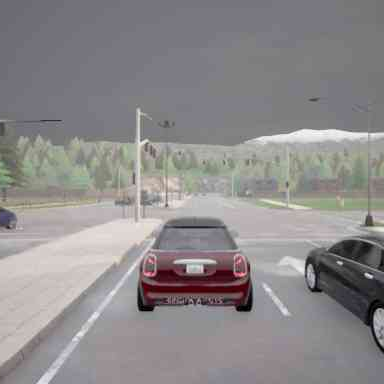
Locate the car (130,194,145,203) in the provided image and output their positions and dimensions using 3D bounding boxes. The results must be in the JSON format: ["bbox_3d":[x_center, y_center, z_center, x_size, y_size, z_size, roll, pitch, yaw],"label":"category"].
[{"bbox_3d":[-10.741,1.300,66.206,2.097,1.767,4.553,0,0,2],"label":"car"}]

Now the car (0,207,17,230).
[{"bbox_3d":[-11.471,1.512,18.300,1.812,1.442,4.674,0,0,1],"label":"car"}]

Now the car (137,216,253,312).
[{"bbox_3d":[0.066,1.346,7.868,2.097,1.767,4.553,0,0,0],"label":"car"}]

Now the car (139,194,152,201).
[{"bbox_3d":[-10.618,1.197,76.316,2.128,1.511,4.902,0,0,1],"label":"car"}]

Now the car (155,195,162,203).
[{"bbox_3d":[-7.240,1.447,68.432,1.837,1.490,4.892,0,0,1],"label":"car"}]

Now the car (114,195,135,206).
[{"bbox_3d":[-11.046,1.311,53.517,2.097,1.767,4.553,0,0,1],"label":"car"}]

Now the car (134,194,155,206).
[{"bbox_3d":[-7.536,1.484,53.639,1.812,1.442,4.674,0,0,1],"label":"car"}]

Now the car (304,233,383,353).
[{"bbox_3d":[3.557,1.500,5.986,1.837,1.490,4.892,0,0,0],"label":"car"}]
